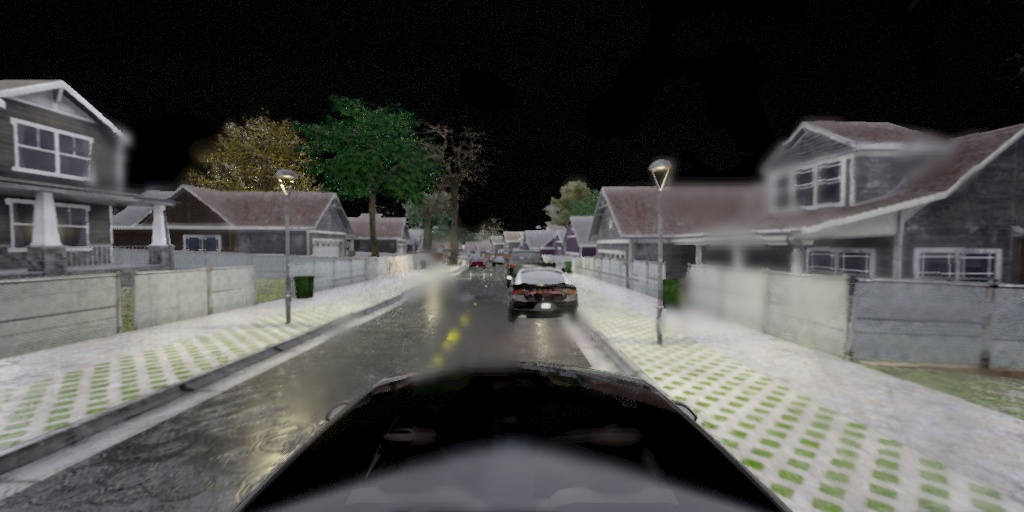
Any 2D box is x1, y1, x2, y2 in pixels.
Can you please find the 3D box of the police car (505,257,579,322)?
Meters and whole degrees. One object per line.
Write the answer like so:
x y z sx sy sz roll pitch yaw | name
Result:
0.853 1.006 11.557 1.930 1.638 5.238 0 1 0 | police car

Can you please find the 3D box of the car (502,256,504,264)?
0.550 0.686 27.498 2.097 1.767 4.553 0 1 -2 | car

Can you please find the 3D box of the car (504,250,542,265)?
0.736 0.651 21.526 2.150 2.045 5.566 0 1 -1 | car

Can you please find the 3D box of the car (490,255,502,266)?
-1.743 0.625 49.664 1.994 1.385 4.181 0 0 -4 | car

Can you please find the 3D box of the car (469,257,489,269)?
-3.877 0.761 40.807 1.895 1.301 4.718 0 1 -4 | car
